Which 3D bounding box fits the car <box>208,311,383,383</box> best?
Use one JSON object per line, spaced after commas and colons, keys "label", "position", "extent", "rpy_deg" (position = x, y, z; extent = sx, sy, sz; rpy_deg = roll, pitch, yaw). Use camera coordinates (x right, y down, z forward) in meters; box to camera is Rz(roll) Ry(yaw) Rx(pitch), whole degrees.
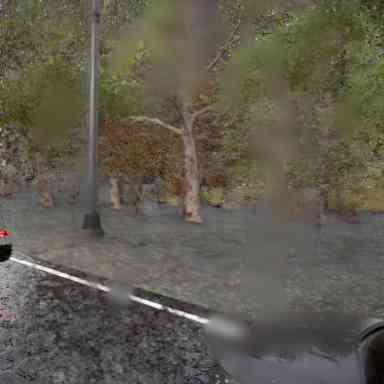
{"label": "car", "position": [2.369, 1.512, 1.879], "extent": [4.892, 1.490, 1.837], "rpy_deg": [3, 1, 36]}

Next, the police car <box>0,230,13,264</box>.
{"label": "police car", "position": [-6.582, 1.053, 8.272], "extent": [4.974, 1.542, 2.038], "rpy_deg": [3, 3, 36]}
